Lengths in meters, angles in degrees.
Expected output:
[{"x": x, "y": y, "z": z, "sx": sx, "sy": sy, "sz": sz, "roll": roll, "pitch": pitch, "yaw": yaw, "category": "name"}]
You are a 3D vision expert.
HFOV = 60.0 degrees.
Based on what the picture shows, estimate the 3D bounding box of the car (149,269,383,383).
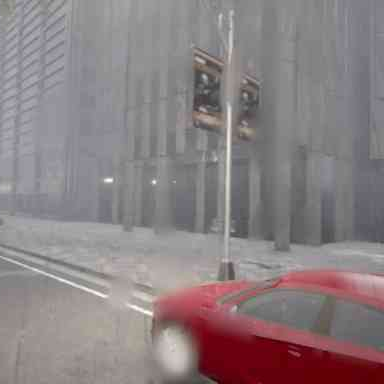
[{"x": 1.560, "y": 1.670, "z": 3.896, "sx": 5.008, "sy": 1.535, "sz": 1.882, "roll": -1, "pitch": -3, "yaw": 43, "category": "car"}]
